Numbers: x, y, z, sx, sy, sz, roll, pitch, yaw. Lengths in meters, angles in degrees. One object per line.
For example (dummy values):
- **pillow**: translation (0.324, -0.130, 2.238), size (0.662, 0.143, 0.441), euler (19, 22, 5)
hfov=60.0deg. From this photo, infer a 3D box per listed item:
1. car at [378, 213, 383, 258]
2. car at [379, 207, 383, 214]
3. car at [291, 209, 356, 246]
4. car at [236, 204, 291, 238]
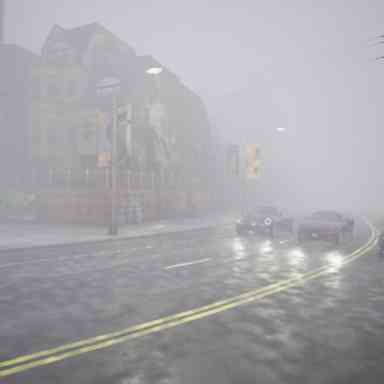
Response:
- **car**: translation (8.392, 1.664, 12.664), size (1.837, 1.490, 4.892), euler (0, 0, 37)
- **car**: translation (16.267, 1.799, 26.768), size (1.882, 1.535, 5.008), euler (0, 0, 25)
- **car**: translation (6.825, 1.654, 16.599), size (1.882, 1.535, 5.008), euler (0, -1, 35)
- **car**: translation (4.317, 1.530, 19.099), size (2.097, 1.767, 4.553), euler (0, 0, 34)
